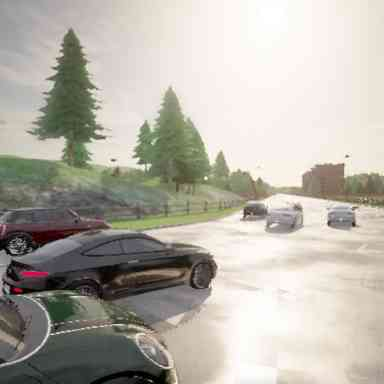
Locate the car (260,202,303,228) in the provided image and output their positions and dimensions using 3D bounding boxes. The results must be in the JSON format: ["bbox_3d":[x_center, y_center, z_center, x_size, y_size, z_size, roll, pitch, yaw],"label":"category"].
[{"bbox_3d":[6.430,1.634,22.968,1.812,1.442,4.674,0,0,28],"label":"car"}]

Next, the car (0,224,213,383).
[{"bbox_3d":[-2.312,1.353,2.404,4.553,1.767,2.097,0,0,-35],"label":"car"}]

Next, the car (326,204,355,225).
[{"bbox_3d":[11.188,1.659,25.163,1.812,1.442,4.674,0,0,22],"label":"car"}]

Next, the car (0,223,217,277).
[{"bbox_3d":[-1.513,1.548,7.389,4.674,1.442,1.812,1,0,-40],"label":"car"}]

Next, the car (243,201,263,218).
[{"bbox_3d":[5.968,1.642,31.143,1.837,1.490,4.892,1,0,19],"label":"car"}]

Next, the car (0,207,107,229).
[{"bbox_3d":[-5.437,1.381,13.317,4.553,1.767,2.097,1,0,-40],"label":"car"}]
